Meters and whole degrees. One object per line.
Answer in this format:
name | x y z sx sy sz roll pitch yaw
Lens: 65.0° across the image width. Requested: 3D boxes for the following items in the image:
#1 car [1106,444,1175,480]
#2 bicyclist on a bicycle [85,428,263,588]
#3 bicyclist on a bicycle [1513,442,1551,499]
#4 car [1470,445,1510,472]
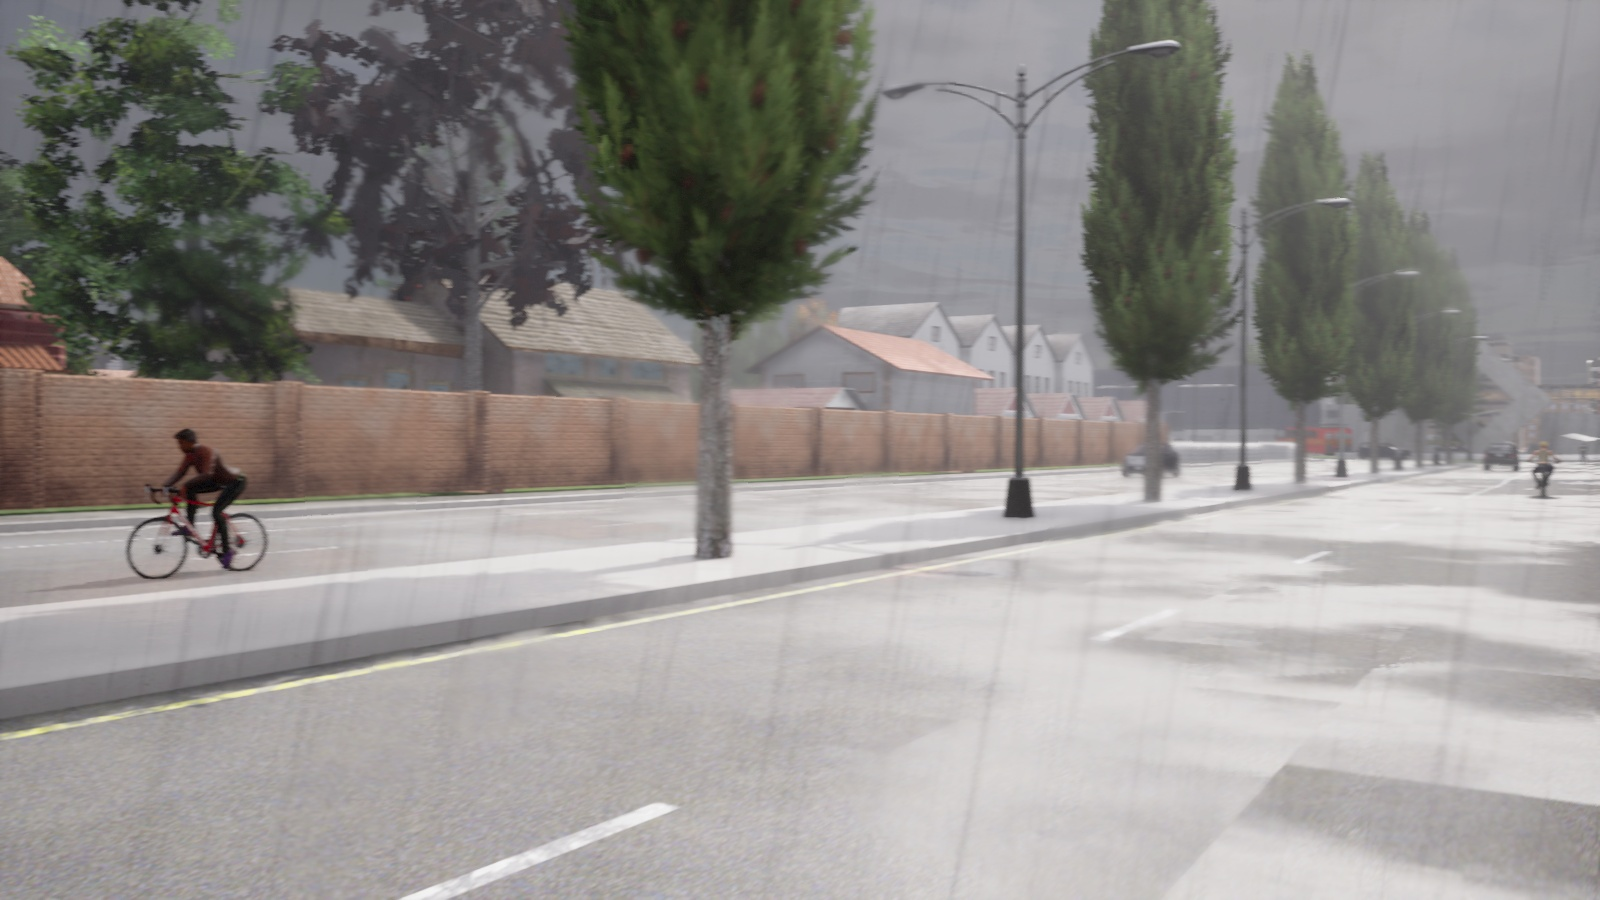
car | 14.724 0.487 54.214 1.845 1.501 3.633 1 0 32
bicyclist on a bicycle | -6.742 0.578 13.598 0.582 1.620 1.656 1 1 32
bicyclist on a bicycle | 21.311 0.575 36.544 0.866 1.612 1.509 1 0 32
car | 40.070 0.478 72.854 1.789 1.549 3.705 1 1 32
